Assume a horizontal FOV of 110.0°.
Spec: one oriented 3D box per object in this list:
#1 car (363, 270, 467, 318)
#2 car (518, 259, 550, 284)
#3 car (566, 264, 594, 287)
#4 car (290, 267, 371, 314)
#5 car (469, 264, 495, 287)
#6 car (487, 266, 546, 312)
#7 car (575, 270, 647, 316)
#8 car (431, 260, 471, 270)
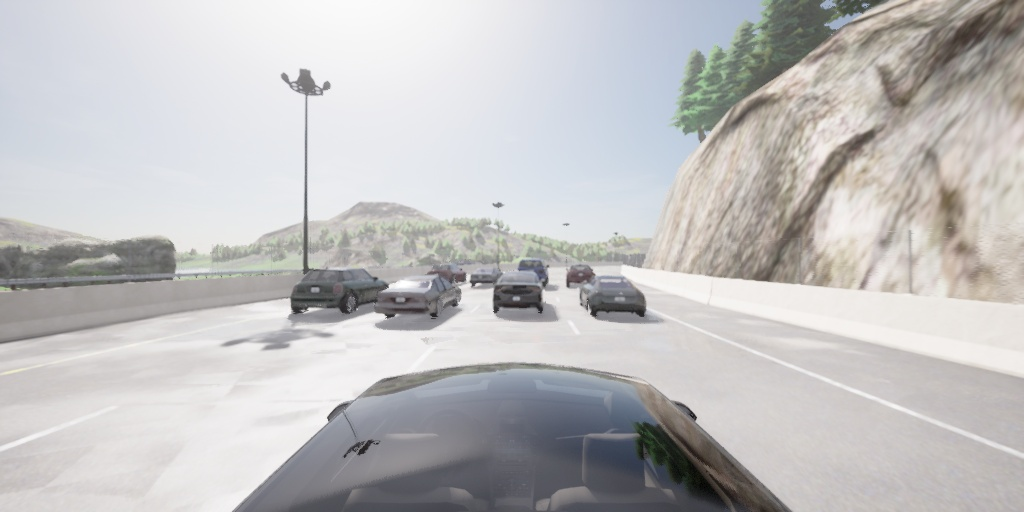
[{"bbox_3d":[-3.279,1.420,13.544,2.033,1.411,5.357,0,-1,4],"label":"car"},{"bbox_3d":[1.617,1.239,27.302,2.150,2.045,5.566,0,0,9],"label":"car"},{"bbox_3d":[5.233,1.369,27.659,2.097,1.767,4.553,0,-1,9],"label":"car"},{"bbox_3d":[-6.696,1.235,14.607,2.097,1.767,4.553,0,-1,4],"label":"car"},{"bbox_3d":[-1.859,1.567,27.722,2.033,1.411,5.357,0,-1,9],"label":"car"},{"bbox_3d":[0.357,1.365,14.994,1.882,1.535,5.008,0,-1,5],"label":"car"},{"bbox_3d":[3.791,1.442,14.079,1.994,1.385,4.181,0,-1,4],"label":"car"},{"bbox_3d":[-5.172,1.384,29.079,2.097,1.767,4.553,0,-1,9],"label":"car"}]
